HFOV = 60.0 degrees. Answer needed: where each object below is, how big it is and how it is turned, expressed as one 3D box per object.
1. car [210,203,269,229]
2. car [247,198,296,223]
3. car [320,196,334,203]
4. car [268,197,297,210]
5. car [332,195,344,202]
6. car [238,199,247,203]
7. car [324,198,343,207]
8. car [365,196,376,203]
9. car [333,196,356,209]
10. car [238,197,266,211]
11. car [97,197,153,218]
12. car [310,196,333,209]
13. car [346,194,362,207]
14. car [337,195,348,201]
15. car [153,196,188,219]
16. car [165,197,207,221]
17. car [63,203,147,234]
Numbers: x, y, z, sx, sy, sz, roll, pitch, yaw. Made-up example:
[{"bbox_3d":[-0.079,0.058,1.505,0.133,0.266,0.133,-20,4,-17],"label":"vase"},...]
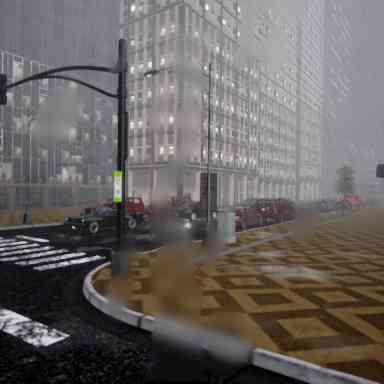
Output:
[{"bbox_3d":[3.255,1.667,22.015,1.802,1.307,4.206,1,0,35],"label":"car"},{"bbox_3d":[6.745,1.408,26.944,2.192,1.841,5.009,1,0,35],"label":"car"},{"bbox_3d":[29.866,1.614,73.525,1.802,1.307,4.206,1,1,35],"label":"car"},{"bbox_3d":[12.021,1.522,43.928,2.128,1.511,4.902,1,1,36],"label":"car"},{"bbox_3d":[36.174,1.568,82.444,1.752,1.417,4.829,1,1,35],"label":"car"},{"bbox_3d":[6.227,1.510,35.806,2.128,1.511,4.902,1,1,35],"label":"car"},{"bbox_3d":[23.349,1.657,54.935,1.994,1.385,4.181,1,1,35],"label":"car"},{"bbox_3d":[39.504,1.597,73.504,1.967,1.590,4.097,1,1,35],"label":"car"},{"bbox_3d":[21.393,1.654,47.096,1.812,1.442,4.674,1,1,35],"label":"car"},{"bbox_3d":[7.691,1.428,42.270,1.967,1.590,4.097,1,0,35],"label":"car"},{"bbox_3d":[-5.465,1.272,23.771,2.192,1.841,5.009,1,0,35],"label":"car"},{"bbox_3d":[18.472,1.647,48.015,1.994,1.385,4.181,1,1,35],"label":"car"},{"bbox_3d":[25.421,1.364,52.858,2.150,2.045,5.566,1,1,35],"label":"car"},{"bbox_3d":[39.459,1.621,87.092,1.947,1.339,4.313,1,1,35],"label":"car"},{"bbox_3d":[-1.810,1.280,28.941,2.192,1.841,5.009,1,0,35],"label":"car"},{"bbox_3d":[0.309,1.482,27.447,1.882,1.535,5.008,1,1,35],"label":"car"},{"bbox_3d":[-5.132,1.593,19.724,1.895,1.301,4.718,1,1,35],"label":"car"}]
